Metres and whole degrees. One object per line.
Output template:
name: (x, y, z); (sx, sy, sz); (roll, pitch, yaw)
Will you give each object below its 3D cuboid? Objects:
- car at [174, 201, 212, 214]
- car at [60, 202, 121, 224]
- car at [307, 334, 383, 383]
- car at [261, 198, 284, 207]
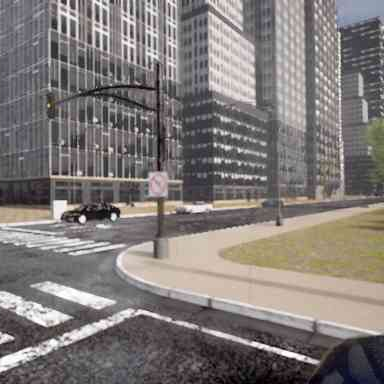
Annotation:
car: (0.157, 1.699, 36.282); (1.895, 1.301, 4.718); (-1, -1, 37)
car: (-7.767, 1.587, 25.788); (1.837, 1.490, 4.892); (-1, -1, 37)
car: (2.694, 1.565, 1.761); (4.181, 1.385, 1.994); (0, 0, 36)
car: (12.810, 1.667, 52.881); (2.033, 1.411, 5.357); (-1, -1, 37)
